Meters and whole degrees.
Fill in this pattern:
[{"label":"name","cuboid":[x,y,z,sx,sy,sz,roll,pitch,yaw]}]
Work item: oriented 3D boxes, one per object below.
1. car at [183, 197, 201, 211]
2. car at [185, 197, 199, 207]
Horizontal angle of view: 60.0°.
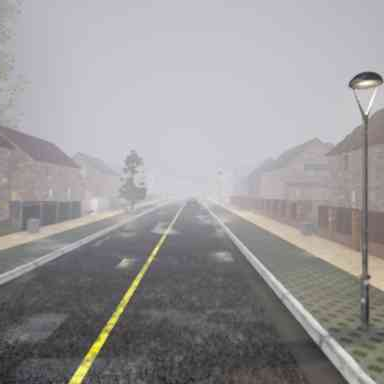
[{"label":"car","cuboid":[0.011,1.459,38.897,1.994,1.385,4.181,0,0,0]},{"label":"car","cuboid":[0.014,1.413,48.918,2.033,1.411,5.357,0,0,0]}]
